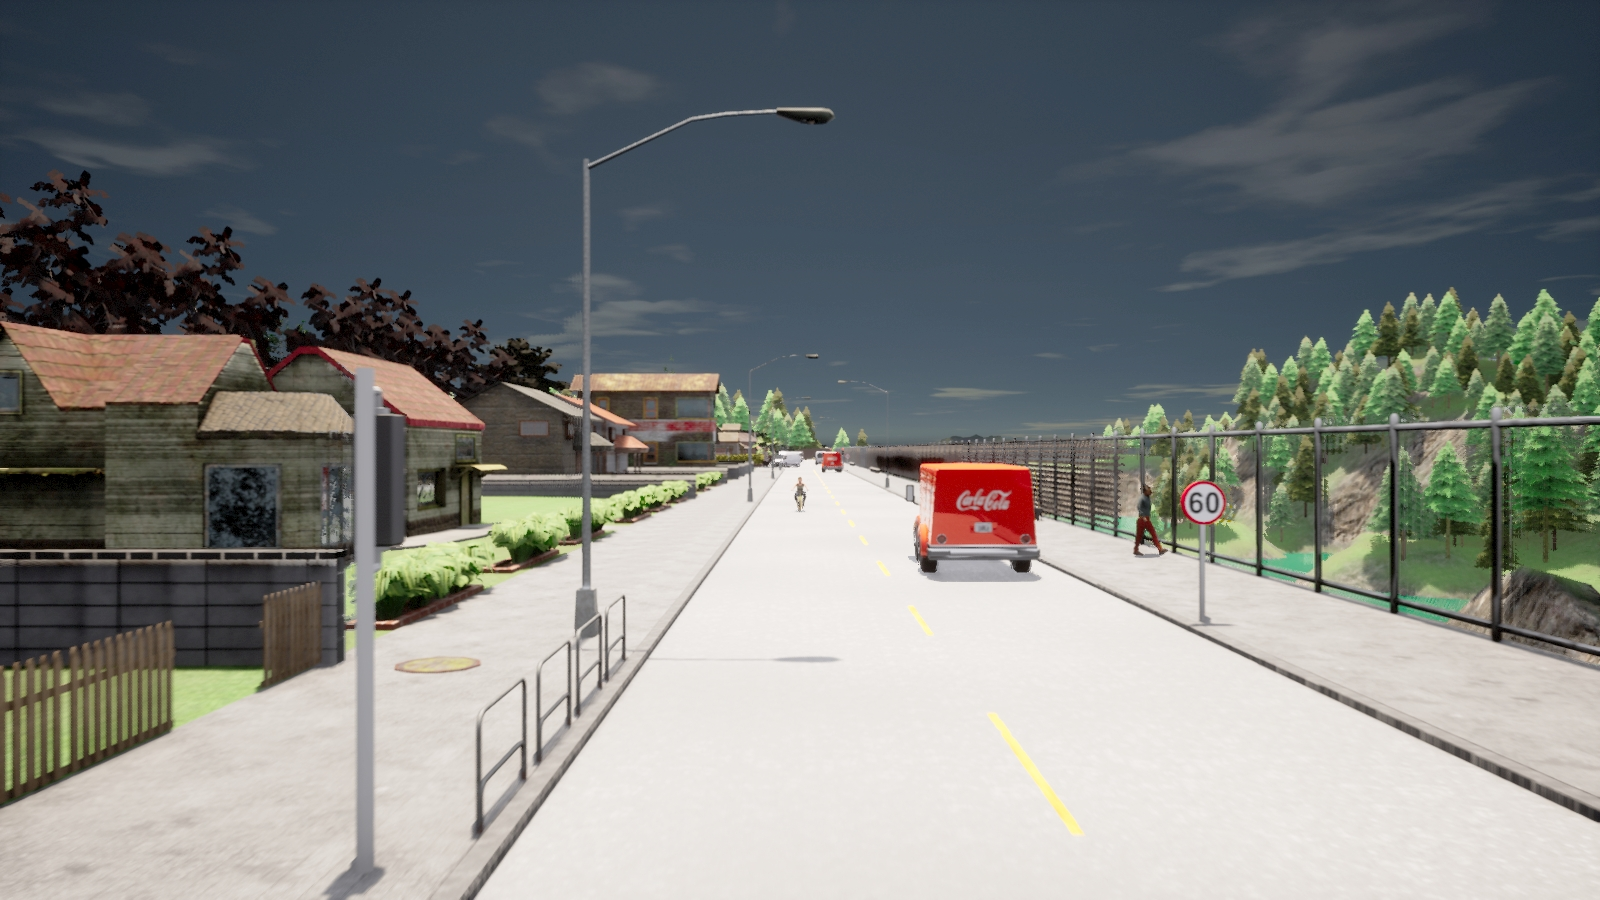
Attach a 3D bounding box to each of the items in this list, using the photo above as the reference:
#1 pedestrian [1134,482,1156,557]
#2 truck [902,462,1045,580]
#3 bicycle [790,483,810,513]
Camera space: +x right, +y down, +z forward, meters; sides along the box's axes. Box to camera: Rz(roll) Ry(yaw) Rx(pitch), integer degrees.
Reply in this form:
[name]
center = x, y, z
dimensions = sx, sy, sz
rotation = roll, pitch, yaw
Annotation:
[pedestrian]
center = 8.692, 1.740, 28.773
dimensions = 0.375, 1.860, 0.375
rotation = 0, 0, -34
[truck]
center = 3.998, 1.569, 27.392
dimensions = 2.627, 2.467, 5.204
rotation = 0, 0, 0
[bicycle]
center = 0.007, 2.153, 51.141
dimensions = 0.859, 1.276, 1.487
rotation = 0, 0, 0
